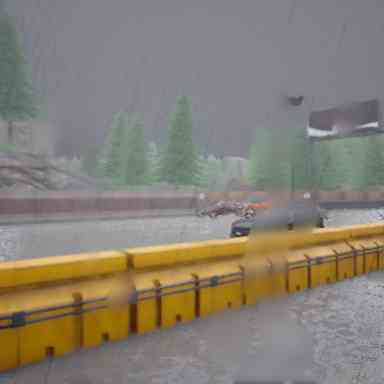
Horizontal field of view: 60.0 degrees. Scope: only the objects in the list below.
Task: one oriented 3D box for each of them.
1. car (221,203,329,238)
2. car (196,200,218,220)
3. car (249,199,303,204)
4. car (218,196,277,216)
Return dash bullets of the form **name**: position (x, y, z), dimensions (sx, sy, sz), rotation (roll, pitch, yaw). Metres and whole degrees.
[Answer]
- **car**: position (4.010, 1.483, 15.303), dimensions (5.008, 1.535, 1.882), rotation (0, 0, -34)
- **car**: position (2.486, 1.341, 26.971), dimensions (4.674, 1.442, 1.812), rotation (0, 0, -35)
- **car**: position (6.481, 1.353, 21.223), dimensions (5.357, 1.411, 2.033), rotation (0, 0, -35)
- **car**: position (4.508, 0.979, 24.114), dimensions (4.553, 1.767, 2.097), rotation (0, 0, -35)
